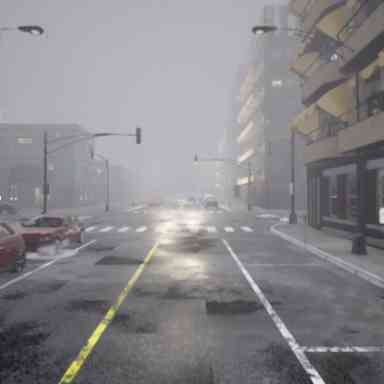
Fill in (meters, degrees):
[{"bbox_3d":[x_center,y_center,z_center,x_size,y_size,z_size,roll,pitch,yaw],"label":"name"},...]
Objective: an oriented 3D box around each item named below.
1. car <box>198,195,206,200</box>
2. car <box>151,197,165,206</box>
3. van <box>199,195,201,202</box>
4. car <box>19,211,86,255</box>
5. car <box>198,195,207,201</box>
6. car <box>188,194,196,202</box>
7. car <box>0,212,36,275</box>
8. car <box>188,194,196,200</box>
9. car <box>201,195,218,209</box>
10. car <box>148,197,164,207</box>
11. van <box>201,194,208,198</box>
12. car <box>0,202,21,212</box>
[{"bbox_3d":[2.640,1.543,90.545,1.947,1.339,4.313,1,0,0],"label":"car"},{"bbox_3d":[-5.718,1.551,57.019,1.887,1.381,4.507,1,0,0],"label":"car"},{"bbox_3d":[2.662,1.344,62.642,1.690,1.788,3.998,1,0,0],"label":"van"},{"bbox_3d":[-5.656,1.554,13.374,1.887,1.381,4.507,1,0,0],"label":"car"},{"bbox_3d":[2.644,1.550,84.964,1.947,1.339,4.313,1,0,0],"label":"car"},{"bbox_3d":[-0.052,1.510,75.382,2.128,1.511,4.902,0,0,0],"label":"car"},{"bbox_3d":[-5.651,1.446,7.728,1.967,1.590,4.097,1,0,0],"label":"car"},{"bbox_3d":[-0.060,1.340,85.807,2.128,1.511,4.902,0,0,0],"label":"car"},{"bbox_3d":[2.670,1.561,45.900,2.008,1.369,4.403,1,0,0],"label":"car"},{"bbox_3d":[-5.715,1.590,51.438,1.802,1.307,4.206,1,0,0],"label":"car"},{"bbox_3d":[2.669,1.349,51.479,1.690,1.788,3.998,1,0,0],"label":"van"},{"bbox_3d":[-19.741,1.715,33.678,4.403,1.369,2.008,0,-1,1],"label":"car"}]
